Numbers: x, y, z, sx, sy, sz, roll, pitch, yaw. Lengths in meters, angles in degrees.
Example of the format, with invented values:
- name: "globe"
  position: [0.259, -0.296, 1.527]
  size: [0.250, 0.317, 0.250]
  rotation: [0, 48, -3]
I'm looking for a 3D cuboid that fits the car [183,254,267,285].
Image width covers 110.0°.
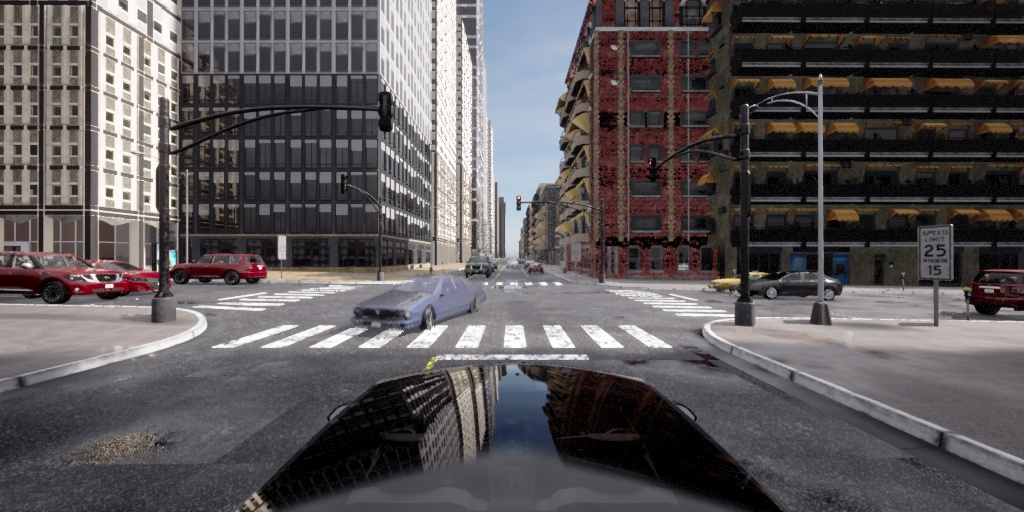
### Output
- name: "car"
  position: [-17.695, 0.776, 21.744]
  size: [5.009, 1.841, 2.192]
  rotation: [0, 0, 0]

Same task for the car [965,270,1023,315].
- name: "car"
  position: [20.607, 1.461, 13.703]
  size: [5.009, 1.841, 2.192]
  rotation: [0, 0, 0]

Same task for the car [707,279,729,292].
- name: "car"
  position: [14.645, 1.587, 22.003]
  size: [4.829, 1.417, 1.751]
  rotation: [0, 0, 0]

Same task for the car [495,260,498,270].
- name: "car"
  position: [-3.063, 1.286, 43.688]
  size: [1.812, 1.442, 4.674]
  rotation: [0, 0, 0]

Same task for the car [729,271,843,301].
- name: "car"
  position: [14.924, 1.560, 19.385]
  size: [4.892, 1.490, 1.837]
  rotation: [1, 0, 2]

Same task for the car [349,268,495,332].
- name: "car"
  position: [-2.535, 1.291, 11.338]
  size: [2.033, 1.411, 5.357]
  rotation: [0, 0, 18]

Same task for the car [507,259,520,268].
- name: "car"
  position: [0.145, 1.299, 62.251]
  size: [1.812, 1.442, 4.674]
  rotation: [0, -1, 0]

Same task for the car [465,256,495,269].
- name: "car"
  position: [-3.077, 0.977, 33.614]
  size: [2.150, 2.045, 5.566]
  rotation: [0, 0, 0]

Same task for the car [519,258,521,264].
- name: "car"
  position: [2.734, 1.321, 60.274]
  size: [2.007, 1.370, 4.403]
  rotation: [0, 0, 0]

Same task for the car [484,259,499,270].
- name: "car"
  position: [-3.051, 1.244, 53.961]
  size: [1.882, 1.535, 5.008]
  rotation: [0, 0, 0]

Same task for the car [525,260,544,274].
- name: "car"
  position: [2.770, 1.341, 41.709]
  size: [1.802, 1.307, 4.207]
  rotation: [0, 0, 0]

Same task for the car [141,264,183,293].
- name: "car"
  position: [-18.151, 0.916, 15.951]
  size: [5.008, 1.535, 1.882]
  rotation: [1, 0, 0]

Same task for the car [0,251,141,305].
- name: "car"
  position: [-17.567, 0.757, 13.365]
  size: [5.009, 1.841, 2.192]
  rotation: [0, 0, 0]

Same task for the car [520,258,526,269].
- name: "car"
  position: [2.729, 1.317, 54.626]
  size: [2.007, 1.370, 4.403]
  rotation: [0, 0, 0]
